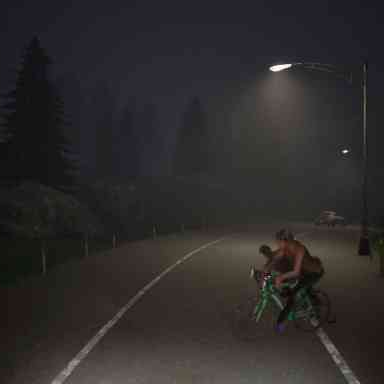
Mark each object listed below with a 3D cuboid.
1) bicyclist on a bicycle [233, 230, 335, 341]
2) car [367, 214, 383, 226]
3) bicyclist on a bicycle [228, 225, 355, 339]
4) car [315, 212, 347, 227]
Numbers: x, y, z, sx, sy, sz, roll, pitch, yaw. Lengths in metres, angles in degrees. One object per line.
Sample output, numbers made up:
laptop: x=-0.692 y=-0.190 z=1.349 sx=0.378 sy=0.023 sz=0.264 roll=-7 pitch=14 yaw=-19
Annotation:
bicyclist on a bicycle: x=1.364 y=1.333 z=4.729 sx=1.656 sy=1.620 sz=0.582 roll=0 pitch=12 yaw=-18
car: x=24.224 y=3.560 z=42.278 sx=4.902 sy=1.511 sz=2.128 roll=5 pitch=-2 yaw=-33
bicyclist on a bicycle: x=1.668 y=1.548 z=5.906 sx=1.656 sy=0.582 sz=1.620 roll=24 pitch=22 yaw=-20
car: x=14.214 y=2.760 z=33.925 sx=1.812 sy=1.442 sz=4.674 roll=1 pitch=-3 yaw=44
